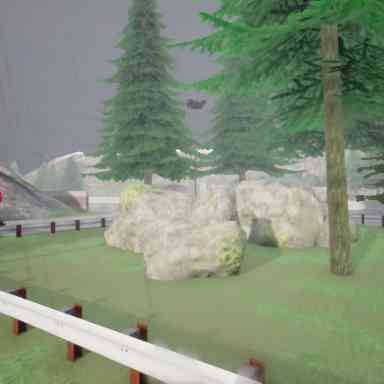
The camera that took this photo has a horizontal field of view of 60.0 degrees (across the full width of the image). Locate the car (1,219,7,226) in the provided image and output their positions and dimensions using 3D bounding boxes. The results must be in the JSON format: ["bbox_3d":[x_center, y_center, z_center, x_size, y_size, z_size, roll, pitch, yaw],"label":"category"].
[{"bbox_3d":[-11.334,1.358,15.159,5.357,1.411,2.033,0,0,6],"label":"car"}]
